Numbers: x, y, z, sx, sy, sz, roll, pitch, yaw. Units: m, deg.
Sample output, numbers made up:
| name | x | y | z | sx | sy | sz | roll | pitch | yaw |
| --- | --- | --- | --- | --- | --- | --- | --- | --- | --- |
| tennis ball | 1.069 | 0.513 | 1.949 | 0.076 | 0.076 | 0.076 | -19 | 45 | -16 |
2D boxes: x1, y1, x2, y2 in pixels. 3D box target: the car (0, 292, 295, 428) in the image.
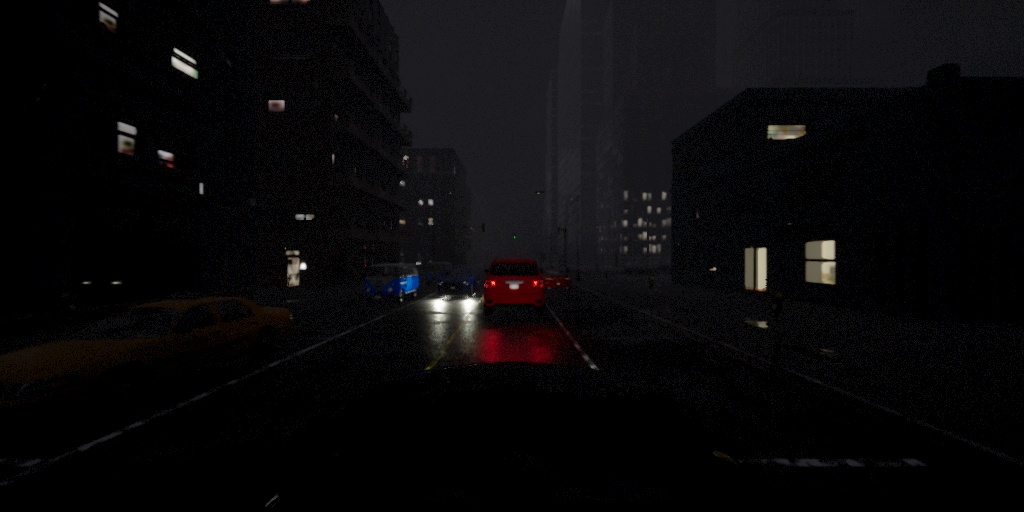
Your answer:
| name | x | y | z | sx | sy | sz | roll | pitch | yaw |
| --- | --- | --- | --- | --- | --- | --- | --- | --- | --- |
| car | -5.692 | 1.319 | 5.962 | 1.751 | 1.417 | 4.829 | 0 | 0 | 0 |

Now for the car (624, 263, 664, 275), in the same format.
| name | x | y | z | sx | sy | sz | roll | pitch | yaw |
| --- | --- | --- | --- | --- | --- | --- | --- | --- | --- |
| car | 16.699 | 1.867 | 46.253 | 4.403 | 1.370 | 2.007 | 0 | 0 | 1 |

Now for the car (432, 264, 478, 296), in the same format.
| name | x | y | z | sx | sy | sz | roll | pitch | yaw |
| --- | --- | --- | --- | --- | --- | --- | --- | --- | --- |
| car | -3.102 | 1.415 | 21.274 | 1.882 | 1.535 | 5.008 | 0 | -1 | 0 |

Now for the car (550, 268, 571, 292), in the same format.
| name | x | y | z | sx | sy | sz | roll | pitch | yaw |
| --- | --- | --- | --- | --- | --- | --- | --- | --- | --- |
| car | 2.683 | 1.498 | 22.912 | 1.888 | 1.381 | 4.507 | 0 | 0 | 0 |

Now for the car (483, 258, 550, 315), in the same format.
| name | x | y | z | sx | sy | sz | roll | pitch | yaw |
| --- | --- | --- | --- | --- | --- | --- | --- | --- | --- |
| car | 0.080 | 1.095 | 14.300 | 2.150 | 2.045 | 5.566 | 0 | 0 | 0 |

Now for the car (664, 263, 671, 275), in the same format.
| name | x | y | z | sx | sy | sz | roll | pitch | yaw |
| --- | --- | --- | --- | --- | --- | --- | --- | --- | --- |
| car | 22.181 | 1.907 | 46.179 | 4.313 | 1.339 | 1.948 | 0 | 0 | 1 |

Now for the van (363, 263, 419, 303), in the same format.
| name | x | y | z | sx | sy | sz | roll | pitch | yaw |
| --- | --- | --- | --- | --- | --- | --- | --- | --- | --- |
| van | -5.696 | 1.241 | 17.292 | 1.690 | 1.789 | 3.998 | 0 | 0 | 0 |

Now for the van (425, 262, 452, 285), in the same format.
| name | x | y | z | sx | sy | sz | roll | pitch | yaw |
| --- | --- | --- | --- | --- | --- | --- | --- | --- | --- |
| van | -5.700 | 1.345 | 28.454 | 1.690 | 1.789 | 3.998 | 0 | 0 | 0 |
